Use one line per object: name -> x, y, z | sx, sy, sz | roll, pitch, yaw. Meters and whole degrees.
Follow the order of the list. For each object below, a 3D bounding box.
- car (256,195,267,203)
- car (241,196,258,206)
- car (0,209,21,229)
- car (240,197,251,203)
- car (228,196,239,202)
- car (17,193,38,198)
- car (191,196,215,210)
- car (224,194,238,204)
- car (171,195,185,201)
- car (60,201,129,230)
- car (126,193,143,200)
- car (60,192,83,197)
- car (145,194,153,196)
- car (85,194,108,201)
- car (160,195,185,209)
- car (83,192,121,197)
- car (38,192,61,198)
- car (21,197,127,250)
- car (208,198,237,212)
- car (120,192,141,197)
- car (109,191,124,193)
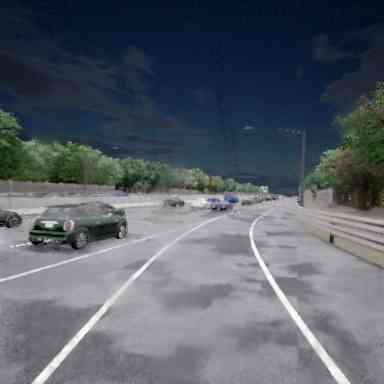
car -> 16.238, 1.977, 80.429 | 2.128, 1.511, 4.902 | 2, 0, 17
car -> 10.809, 1.897, 63.189 | 1.895, 1.301, 4.718 | 2, 0, 17
car -> -10.993, 1.287, 17.228 | 1.994, 1.385, 4.181 | 2, 0, 17
car -> 13.505, 1.965, 83.407 | 1.895, 1.301, 4.718 | 2, 0, 17
car -> 10.768, 1.788, 86.355 | 1.837, 1.490, 4.892 | 2, 0, 17
car -> -23.090, 0.854, 48.832 | 2.033, 1.411, 5.357 | 2, 0, 18
car -> 1.259, 1.568, 44.493 | 1.812, 1.442, 4.674 | 2, 0, 17
car -> 7.497, 1.417, 64.277 | 2.150, 2.045, 5.566 | 2, 0, 17
car -> -3.150, 1.413, 77.100 | 1.994, 1.385, 4.181 | 2, 0, 17
car -> -6.031, 1.370, 21.332 | 1.837, 1.490, 4.892 | 2, 0, 17
car -> -13.631, 1.039, 78.751 | 1.837, 1.490, 4.892 | 2, 0, 17
car -> -16.104, 1.021, 47.773 | 1.837, 1.490, 4.892 | 2, 0, 18
car -> -10.079, 1.190, 78.387 | 2.033, 1.411, 5.357 | 2, 0, 17
car -> -18.279, 1.022, 63.999 | 1.895, 1.301, 4.718 | 2, 0, 18
car -> -2.345, 1.441, 44.690 | 1.837, 1.490, 4.892 | 2, 0, 17
car -> -12.649, 1.113, 47.109 | 2.128, 1.511, 4.902 | 2, 0, 18
car -> -19.560, 0.765, 48.421 | 2.097, 1.767, 4.553 | 2, 0, 18
car -> -4.595, 1.271, 14.227 | 2.097, 1.767, 4.553 | 2, 0, 17
car -> 3.789, 1.725, 40.886 | 1.895, 1.301, 4.718 | 2, 0, 17
car -> -11.260, 1.162, 63.006 | 1.812, 1.442, 4.674 | 2, 0, 18
car -> -14.815, 0.752, 63.335 | 2.150, 2.045, 5.566 | 2, 0, 18
